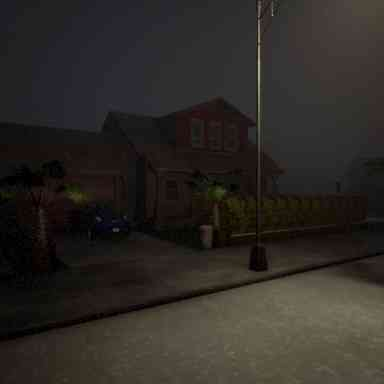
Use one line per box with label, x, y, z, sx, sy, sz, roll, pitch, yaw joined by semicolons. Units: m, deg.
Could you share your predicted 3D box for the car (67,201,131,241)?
car;-4.112;1.174;14.537;1.845;1.501;3.633;0;0;-38
